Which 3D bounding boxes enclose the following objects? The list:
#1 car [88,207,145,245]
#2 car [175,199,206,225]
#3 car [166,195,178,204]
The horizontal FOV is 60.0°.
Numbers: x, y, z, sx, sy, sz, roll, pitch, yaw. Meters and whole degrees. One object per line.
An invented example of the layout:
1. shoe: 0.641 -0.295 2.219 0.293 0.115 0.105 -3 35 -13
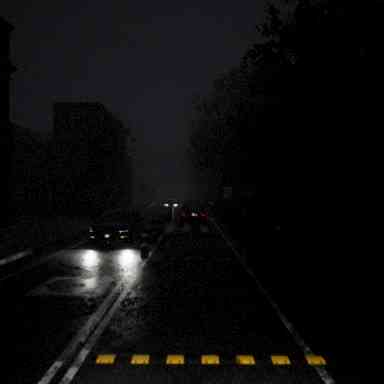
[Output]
1. car: -3.365 1.486 15.561 1.837 1.490 4.892 0 0 0
2. car: 0.070 1.505 23.929 2.033 1.411 5.357 0 0 0
3. car: -3.548 1.284 58.308 1.882 1.535 5.008 0 1 0
